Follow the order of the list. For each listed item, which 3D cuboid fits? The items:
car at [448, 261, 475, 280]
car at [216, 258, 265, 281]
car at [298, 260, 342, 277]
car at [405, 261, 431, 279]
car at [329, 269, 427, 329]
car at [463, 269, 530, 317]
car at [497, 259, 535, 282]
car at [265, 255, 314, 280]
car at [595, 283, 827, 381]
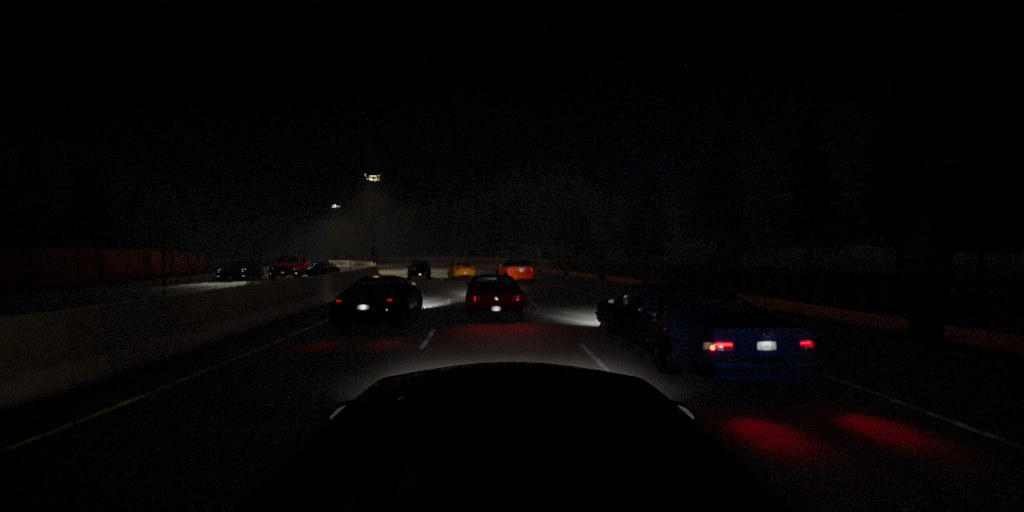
[{"bbox_3d":[-4.392,1.167,30.929,1.882,1.535,5.008,0,0,-16],"label":"car"},{"bbox_3d":[-22.610,1.120,29.901,2.097,1.767,4.553,0,0,-20],"label":"car"},{"bbox_3d":[-14.589,1.287,27.994,2.033,1.411,5.357,0,0,-16],"label":"car"},{"bbox_3d":[-8.095,1.209,31.095,1.837,1.490,4.892,0,0,-17],"label":"car"},{"bbox_3d":[-4.094,1.305,11.371,1.994,1.385,4.181,0,0,-6],"label":"car"},{"bbox_3d":[-0.735,1.323,13.200,1.895,1.301,4.718,0,0,-7],"label":"car"},{"bbox_3d":[0.173,1.032,27.343,2.097,1.767,4.553,0,0,-14],"label":"car"},{"bbox_3d":[-19.434,0.971,31.540,2.150,2.045,5.566,0,0,-20],"label":"car"},{"bbox_3d":[3.317,1.268,7.402,2.033,1.411,5.357,0,0,-4],"label":"car"}]
